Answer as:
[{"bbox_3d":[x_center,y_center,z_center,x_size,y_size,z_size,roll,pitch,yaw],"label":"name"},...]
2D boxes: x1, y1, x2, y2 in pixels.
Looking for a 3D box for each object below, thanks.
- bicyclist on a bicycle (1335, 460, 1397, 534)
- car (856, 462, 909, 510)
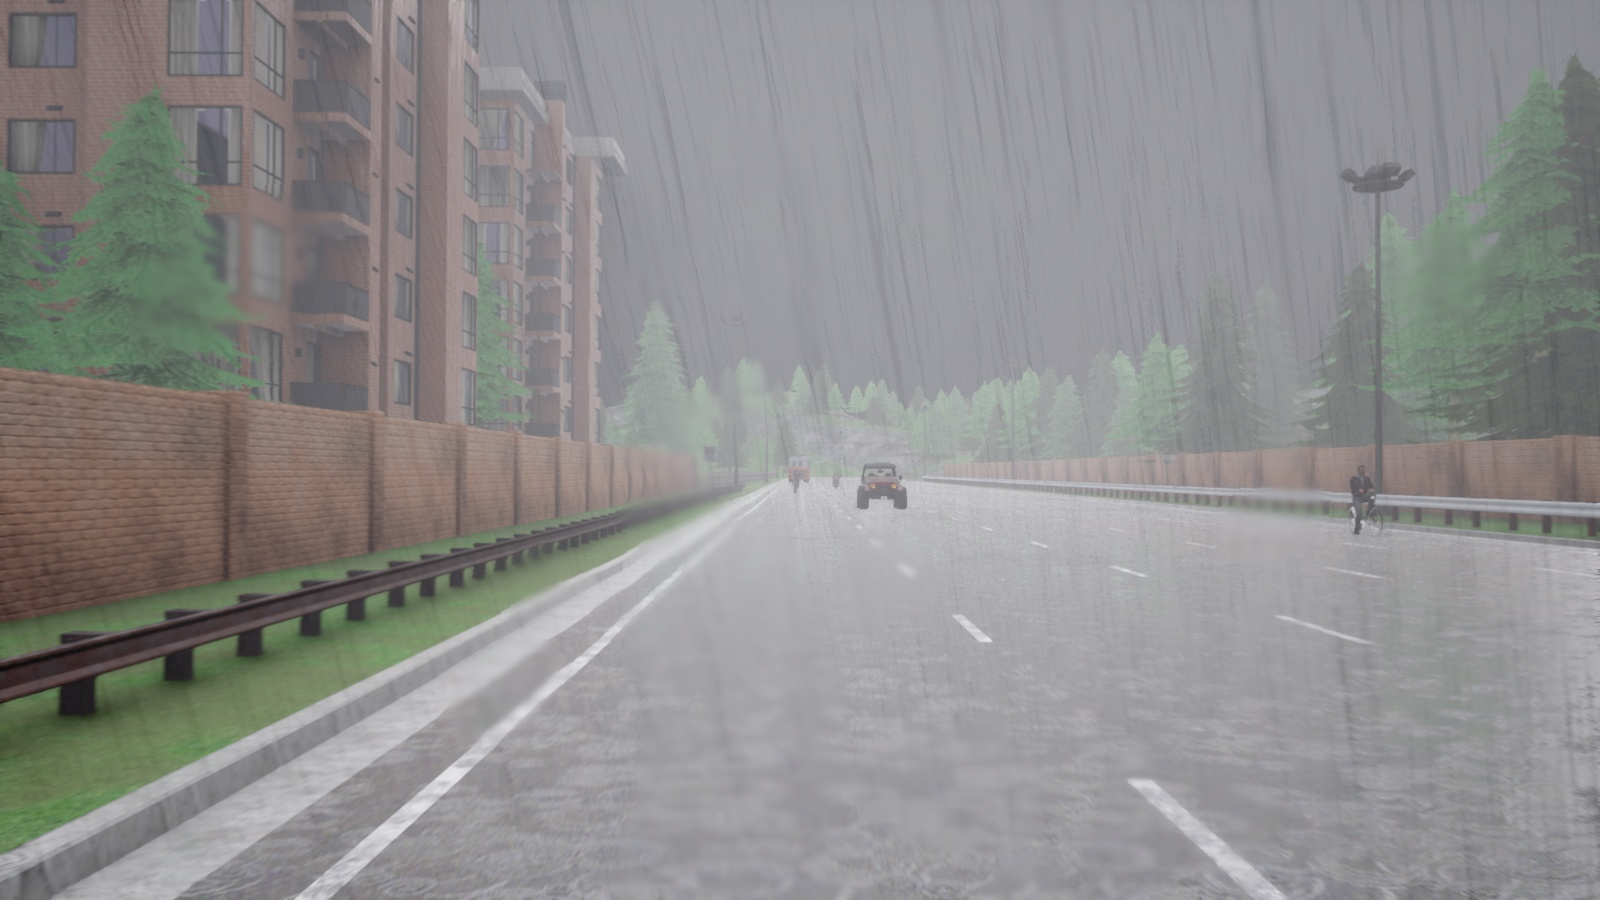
[{"bbox_3d":[13.924,1.147,30.954,0.659,1.776,1.843,0,-1,0],"label":"bicyclist on a bicycle"},{"bbox_3d":[3.373,1.466,51.955,1.905,1.878,3.866,0,-1,0],"label":"car"}]
